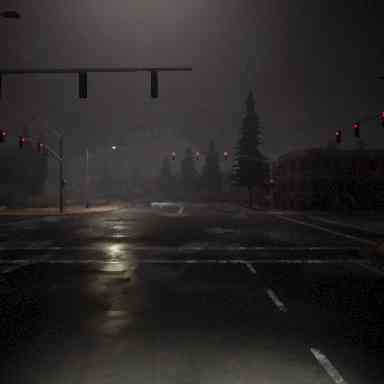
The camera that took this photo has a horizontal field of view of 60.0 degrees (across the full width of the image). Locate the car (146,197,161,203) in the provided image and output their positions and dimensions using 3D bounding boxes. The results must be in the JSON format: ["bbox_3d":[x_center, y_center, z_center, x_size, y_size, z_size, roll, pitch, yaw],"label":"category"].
[{"bbox_3d":[-7.882,1.579,68.123,1.895,1.301,4.718,0,0,-25],"label":"car"}]
